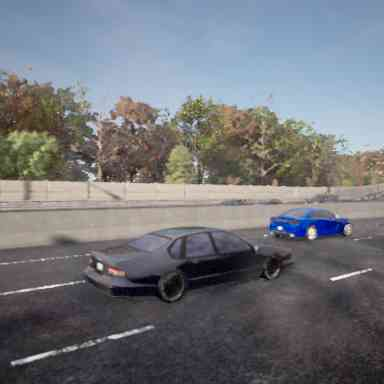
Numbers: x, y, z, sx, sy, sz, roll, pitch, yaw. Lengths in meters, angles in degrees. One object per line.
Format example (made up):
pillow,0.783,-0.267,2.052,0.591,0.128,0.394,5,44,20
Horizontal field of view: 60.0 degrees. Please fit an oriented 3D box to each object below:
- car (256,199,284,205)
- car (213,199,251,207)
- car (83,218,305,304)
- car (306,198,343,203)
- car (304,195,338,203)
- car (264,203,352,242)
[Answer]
car,10.816,1.642,46.072,4.674,1.442,1.812,1,0,-35
car,4.457,1.582,37.254,4.892,1.490,1.837,1,-1,-35
car,0.189,1.558,8.182,5.357,1.411,2.033,0,0,-36
car,15.222,1.655,36.336,5.357,1.411,2.033,0,0,-35
car,16.161,1.348,41.294,5.566,2.045,2.150,1,0,-35
car,6.044,1.516,16.652,5.008,1.535,1.882,0,0,-36
